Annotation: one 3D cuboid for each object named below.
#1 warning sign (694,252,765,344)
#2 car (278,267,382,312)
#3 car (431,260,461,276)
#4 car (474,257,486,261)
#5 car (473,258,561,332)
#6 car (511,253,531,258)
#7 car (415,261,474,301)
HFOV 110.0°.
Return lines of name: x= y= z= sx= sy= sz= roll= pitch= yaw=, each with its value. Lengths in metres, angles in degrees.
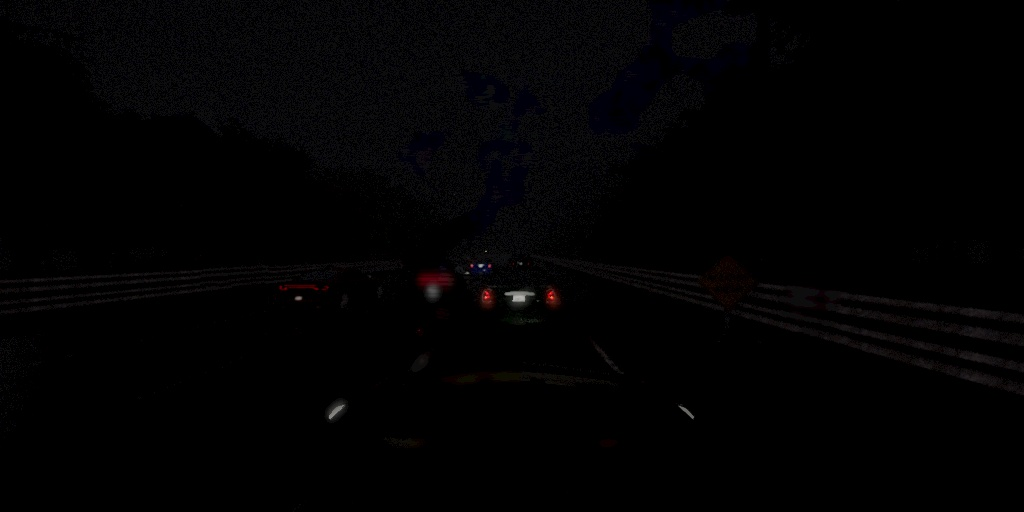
warning sign: x=4.642 y=0.835 z=7.743 sx=1.300 sy=1.860 sz=1.060 roll=0 pitch=0 yaw=1
car: x=-6.674 y=1.162 z=13.799 sx=1.882 sy=1.535 sz=5.008 roll=0 pitch=0 yaw=2
car: x=-6.154 y=1.119 z=34.145 sx=1.994 sy=1.385 sz=4.181 roll=0 pitch=0 yaw=2
car: x=-2.673 y=0.913 z=33.438 sx=2.097 sy=1.767 sz=4.553 roll=0 pitch=0 yaw=2
car: x=0.247 y=1.053 z=10.853 sx=2.097 sy=1.767 sz=4.553 roll=0 pitch=0 yaw=2
car: x=0.806 y=0.790 z=32.472 sx=2.150 sy=2.045 sz=5.566 roll=0 pitch=0 yaw=2
car: x=-3.094 y=1.160 z=16.780 sx=2.128 sy=1.511 sz=4.902 roll=0 pitch=0 yaw=2
